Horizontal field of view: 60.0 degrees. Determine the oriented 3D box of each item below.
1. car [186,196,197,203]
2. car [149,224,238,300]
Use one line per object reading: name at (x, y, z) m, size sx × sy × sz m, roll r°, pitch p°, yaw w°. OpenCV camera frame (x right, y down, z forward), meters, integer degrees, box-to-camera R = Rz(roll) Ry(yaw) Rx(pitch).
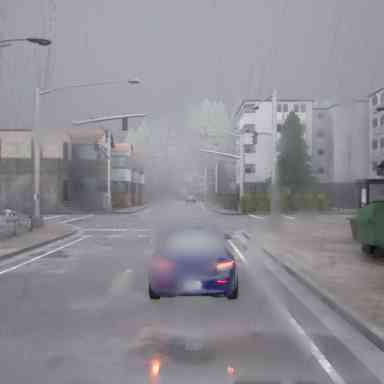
car at (-0.143, 1.526, 66.933) m, size 1.812 × 1.442 × 4.674 m, roll 0°, pitch 0°, yaw 0°
car at (0.040, 1.526, 8.290) m, size 1.812 × 1.442 × 4.674 m, roll 0°, pitch 0°, yaw 0°
